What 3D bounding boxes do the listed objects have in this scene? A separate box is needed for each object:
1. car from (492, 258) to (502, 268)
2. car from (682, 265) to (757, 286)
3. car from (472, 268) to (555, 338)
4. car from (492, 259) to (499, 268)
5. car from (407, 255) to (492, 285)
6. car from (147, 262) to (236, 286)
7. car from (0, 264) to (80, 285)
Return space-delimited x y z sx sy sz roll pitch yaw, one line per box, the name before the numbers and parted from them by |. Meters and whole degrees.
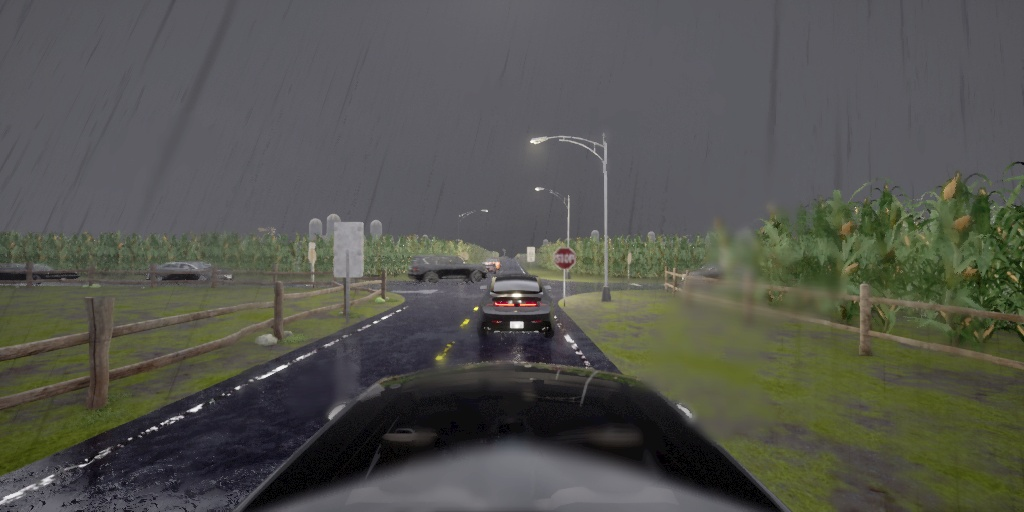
car | -2.777 1.086 50.982 2.097 1.767 4.553 0 0 0
car | 14.874 1.361 25.897 4.902 1.511 2.128 0 -1 1
car | 0.108 1.256 10.248 1.837 1.490 4.892 0 0 0
car | -2.802 1.304 40.892 1.994 1.385 4.181 0 0 0
car | -4.592 0.963 25.674 5.566 2.045 2.150 0 1 -30
car | -20.747 1.114 23.349 4.902 1.511 2.128 0 -1 1
car | -31.514 1.166 23.470 4.718 1.301 1.895 0 -1 1
